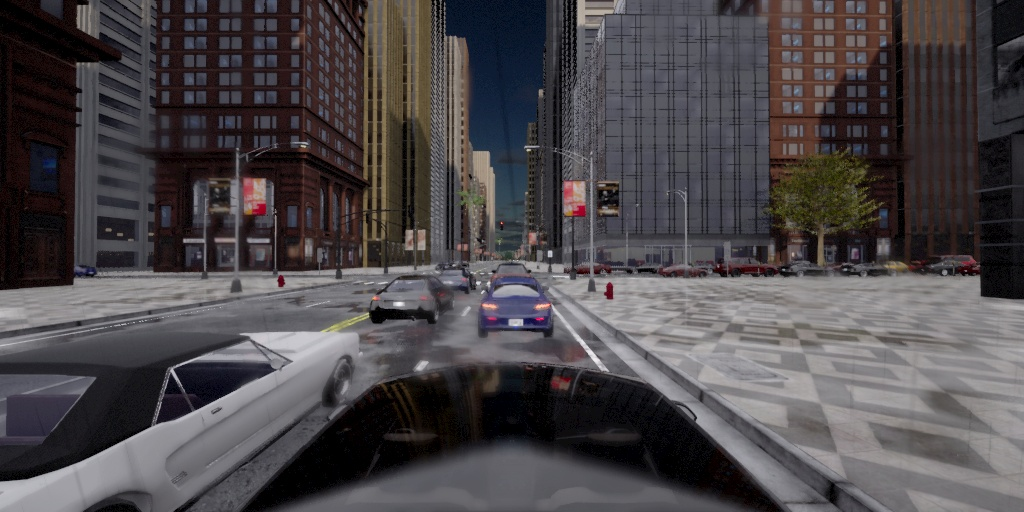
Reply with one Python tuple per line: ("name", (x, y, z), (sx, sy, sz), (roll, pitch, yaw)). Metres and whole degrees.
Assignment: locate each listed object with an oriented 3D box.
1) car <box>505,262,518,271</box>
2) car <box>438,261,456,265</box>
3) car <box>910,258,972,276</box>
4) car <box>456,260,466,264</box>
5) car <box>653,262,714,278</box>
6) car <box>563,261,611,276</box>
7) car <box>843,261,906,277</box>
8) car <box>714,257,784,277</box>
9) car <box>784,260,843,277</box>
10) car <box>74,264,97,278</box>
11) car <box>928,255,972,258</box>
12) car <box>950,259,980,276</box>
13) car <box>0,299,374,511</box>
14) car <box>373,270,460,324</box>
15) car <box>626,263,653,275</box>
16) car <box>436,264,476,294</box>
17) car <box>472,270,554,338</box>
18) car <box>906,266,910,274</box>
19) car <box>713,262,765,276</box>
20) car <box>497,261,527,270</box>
("car", (-0.025, 1.609, 57.076), (1.895, 1.301, 4.718), (0, 0, 1))
("car", (-9.904, 1.543, 52.818), (1.994, 1.385, 4.181), (0, 0, 0))
("car", (42.758, 1.203, 35.215), (4.892, 1.490, 1.837), (0, -1, -1))
("car", (-9.893, 1.543, 63.103), (2.128, 1.511, 4.902), (0, 0, 0))
("car", (15.279, 1.325, 32.129), (4.207, 1.307, 1.802), (0, 0, -1))
("car", (7.842, 1.314, 37.652), (5.008, 1.535, 1.882), (0, -1, -3))
("car", (32.192, 1.257, 32.412), (4.313, 1.339, 1.948), (0, 0, -1))
("car", (20.918, 1.039, 32.224), (5.009, 1.841, 2.192), (0, 0, -1))
("car", (26.555, 1.273, 32.318), (4.313, 1.339, 1.948), (0, 0, -1))
("car", (-46.069, 1.597, 37.295), (4.674, 1.442, 1.812), (0, -1, 0))
("car", (46.017, 0.955, 38.336), (5.566, 2.045, 2.150), (0, -1, -1))
("car", (43.467, 1.211, 32.602), (4.507, 1.381, 1.888), (0, 0, -1))
("car", (-3.155, 1.351, 3.262), (1.895, 1.301, 4.718), (0, 0, 0))
("car", (-3.164, 1.326, 12.085), (1.994, 1.385, 4.181), (0, 0, 0))
("car", (15.138, 1.410, 40.652), (4.313, 1.339, 1.948), (0, 0, -1))
("car", (-3.174, 1.352, 20.473), (1.994, 1.385, 4.181), (0, 0, 0))
("car", (0.094, 1.284, 10.095), (1.812, 1.442, 4.674), (0, 0, 0))
("car", (43.161, 1.292, 41.122), (4.829, 1.417, 1.751), (0, 0, -1))
("car", (24.012, 1.347, 38.048), (4.181, 1.385, 1.994), (0, -1, -1))
("car", (-0.021, 1.135, 19.080), (2.097, 1.767, 4.553), (0, 0, 0))
